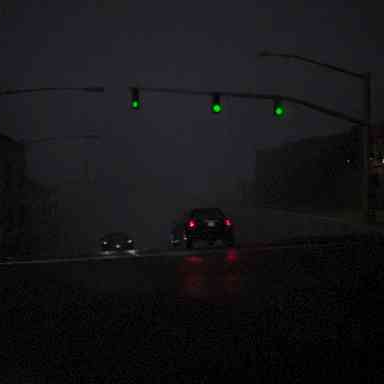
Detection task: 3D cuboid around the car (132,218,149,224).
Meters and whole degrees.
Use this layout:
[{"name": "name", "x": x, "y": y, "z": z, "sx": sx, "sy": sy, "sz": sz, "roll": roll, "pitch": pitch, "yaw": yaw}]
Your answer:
[{"name": "car", "x": -14.179, "y": 7.934, "z": 90.620, "sx": 4.974, "sy": 1.542, "sz": 2.038, "roll": -1, "pitch": 1, "yaw": 15}]

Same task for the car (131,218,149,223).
[{"name": "car", "x": -14.232, "y": 7.777, "z": 90.631, "sx": 4.536, "sy": 1.218, "sz": 1.853, "roll": -1, "pitch": 1, "yaw": 15}]

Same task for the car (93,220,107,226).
[{"name": "car", "x": -23.713, "y": 8.127, "z": 87.585, "sx": 4.974, "sy": 1.542, "sz": 2.038, "roll": 0, "pitch": 1, "yaw": 30}]

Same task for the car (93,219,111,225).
[{"name": "car", "x": -23.760, "y": 7.970, "z": 87.608, "sx": 4.536, "sy": 1.218, "sz": 1.853, "roll": 0, "pitch": 1, "yaw": 30}]

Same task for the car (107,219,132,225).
[{"name": "car", "x": -19.227, "y": 8.044, "z": 88.637, "sx": 2.038, "sy": 1.542, "sz": 4.974, "roll": 0, "pitch": 1, "yaw": 40}]

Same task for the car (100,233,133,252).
[{"name": "car", "x": -4.815, "y": 3.330, "z": 21.321, "sx": 1.812, "sy": 1.442, "sz": 4.674, "roll": -2, "pitch": -12, "yaw": -14}]

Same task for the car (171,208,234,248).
[{"name": "car", "x": 0.300, "y": 1.698, "z": 15.829, "sx": 2.097, "sy": 1.767, "sz": 4.553, "roll": -1, "pitch": -9, "yaw": -14}]

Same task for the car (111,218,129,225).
[{"name": "car", "x": -19.196, "y": 7.885, "z": 88.674, "sx": 1.853, "sy": 1.218, "sz": 4.536, "roll": 0, "pitch": 1, "yaw": 40}]
